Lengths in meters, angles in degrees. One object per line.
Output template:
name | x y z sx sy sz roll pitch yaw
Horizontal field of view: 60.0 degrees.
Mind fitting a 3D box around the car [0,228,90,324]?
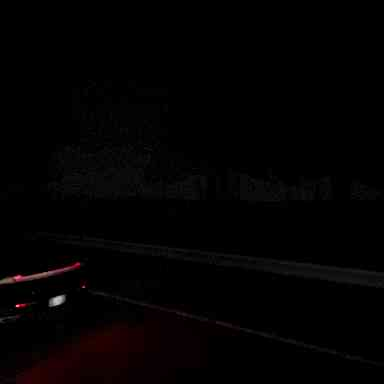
car | -4.125 1.451 6.448 4.902 1.511 2.128 0 0 32
